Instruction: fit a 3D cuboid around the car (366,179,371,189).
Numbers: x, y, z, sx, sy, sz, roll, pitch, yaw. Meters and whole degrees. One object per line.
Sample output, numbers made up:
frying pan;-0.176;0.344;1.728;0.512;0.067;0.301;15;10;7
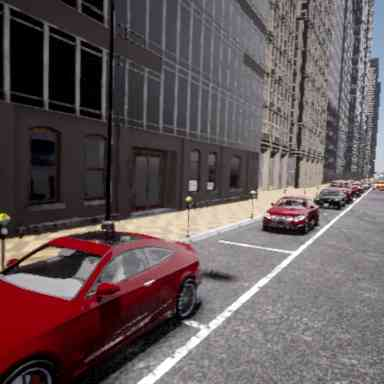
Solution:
car;32.650;-1.248;63.349;1.752;1.417;4.829;4;4;30

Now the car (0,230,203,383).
car;-1.327;1.230;4.273;1.802;1.307;4.206;4;4;30

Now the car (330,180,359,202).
car;12.874;-0.037;28.934;2.192;1.841;5.009;4;4;30

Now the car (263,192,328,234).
car;4.349;0.832;14.145;1.802;1.307;4.206;4;4;30

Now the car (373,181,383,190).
car;35.452;-1.276;62.811;2.097;1.767;4.553;4;4;30

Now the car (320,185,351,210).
car;10.026;0.415;24.014;1.947;1.339;4.313;4;4;30

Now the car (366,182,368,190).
car;24.217;-0.582;48.694;1.802;1.307;4.206;4;4;30

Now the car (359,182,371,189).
car;35.571;-1.421;68.433;1.947;1.339;4.313;4;4;30

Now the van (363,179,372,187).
van;41.257;-2.062;78.291;1.690;1.788;3.998;4;4;30

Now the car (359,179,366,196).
car;18.550;-0.441;38.805;2.192;1.841;5.009;4;4;30
